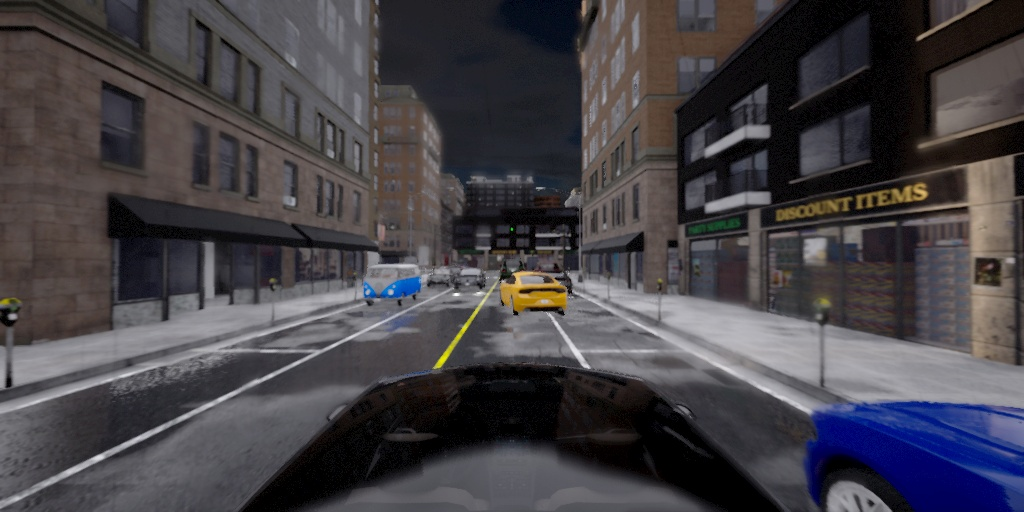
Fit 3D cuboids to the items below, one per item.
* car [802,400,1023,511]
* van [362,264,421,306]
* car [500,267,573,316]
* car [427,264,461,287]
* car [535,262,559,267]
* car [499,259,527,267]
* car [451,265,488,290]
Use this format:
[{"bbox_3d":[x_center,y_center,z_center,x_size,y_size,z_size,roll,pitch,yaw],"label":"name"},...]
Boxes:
[{"bbox_3d":[3.015,1.214,0.505,1.882,1.535,5.008,0,-1,0],"label":"car"},{"bbox_3d":[-5.387,1.261,16.446,1.690,1.789,3.998,0,0,0],"label":"van"},{"bbox_3d":[0.693,1.372,14.260,1.882,1.535,5.008,0,-1,-9],"label":"car"},{"bbox_3d":[-5.386,1.602,27.769,2.007,1.370,4.403,0,0,0],"label":"car"},{"bbox_3d":[2.639,1.366,27.769,2.192,1.841,5.009,0,0,0],"label":"car"},{"bbox_3d":[0.089,1.311,31.039,2.150,2.045,5.566,0,-1,0],"label":"car"},{"bbox_3d":[-2.835,1.546,25.150,1.812,1.442,4.674,0,-1,0],"label":"car"}]
